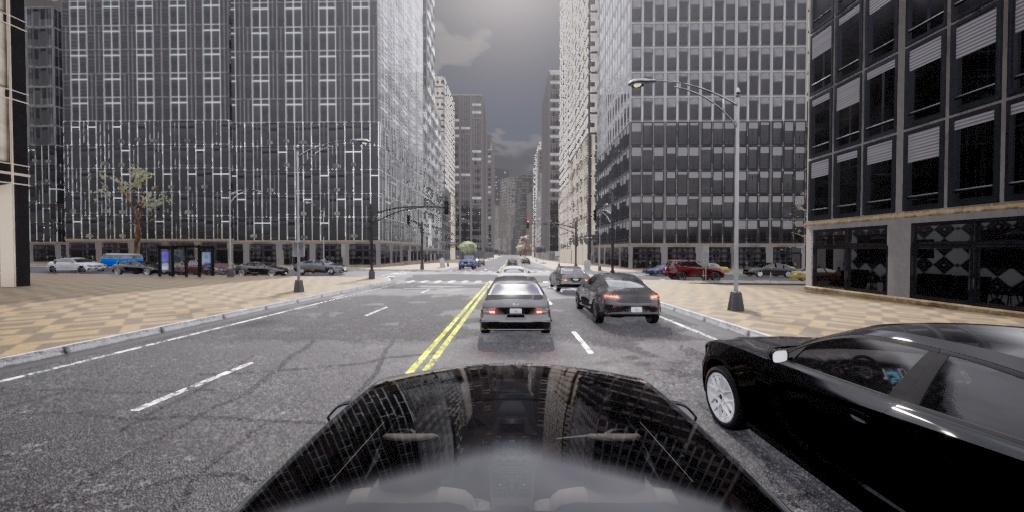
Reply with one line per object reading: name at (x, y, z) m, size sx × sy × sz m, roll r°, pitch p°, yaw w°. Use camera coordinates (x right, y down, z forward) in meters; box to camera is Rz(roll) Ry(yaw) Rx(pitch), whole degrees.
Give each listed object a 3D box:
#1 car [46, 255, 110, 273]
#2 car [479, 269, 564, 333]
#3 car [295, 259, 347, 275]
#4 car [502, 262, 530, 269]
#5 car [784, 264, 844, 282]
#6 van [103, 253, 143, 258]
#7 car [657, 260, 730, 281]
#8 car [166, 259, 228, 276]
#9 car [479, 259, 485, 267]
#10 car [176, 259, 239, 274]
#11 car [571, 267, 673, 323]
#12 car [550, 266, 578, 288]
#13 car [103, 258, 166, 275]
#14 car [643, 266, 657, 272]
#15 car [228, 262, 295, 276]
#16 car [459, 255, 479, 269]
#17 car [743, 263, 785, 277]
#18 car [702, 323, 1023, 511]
car at (-43.457, 0.899, 35.794) m, size 4.674 × 1.442 × 1.812 m, roll 1°, pitch 1°, yaw 0°
car at (0.096, 1.293, 10.652) m, size 2.033 × 1.411 × 5.357 m, roll 0°, pitch 0°, yaw 0°
car at (-18.821, 1.089, 35.290) m, size 4.902 × 1.511 × 2.128 m, roll 1°, pitch 1°, yaw 1°
car at (0.089, 1.265, 20.243) m, size 1.812 × 1.442 × 4.674 m, roll 0°, pitch 0°, yaw 0°
car at (27.623, 1.577, 31.970) m, size 4.829 × 1.417 × 1.751 m, roll 0°, pitch 0°, yaw 1°
van at (-45.313, 0.603, 41.613) m, size 3.998 × 1.789 × 1.690 m, roll 0°, pitch 0°, yaw 1°
car at (16.174, 1.267, 32.159) m, size 5.009 × 1.841 × 2.192 m, roll 0°, pitch 0°, yaw 1°
car at (-28.435, 1.136, 32.791) m, size 4.207 × 1.307 × 1.802 m, roll 0°, pitch 0°, yaw 1°
car at (-6.604, 1.190, 63.801) m, size 2.128 × 1.511 × 4.902 m, roll 0°, pitch 0°, yaw 0°
car at (-30.074, 1.021, 35.513) m, size 4.674 × 1.442 × 1.812 m, roll 1°, pitch 1°, yaw 1°
car at (3.345, 1.271, 11.922) m, size 1.812 × 1.442 × 4.674 m, roll 0°, pitch 0°, yaw 0°
car at (3.340, 1.286, 21.333) m, size 2.033 × 1.411 × 5.357 m, roll 0°, pitch 0°, yaw 0°
car at (-34.116, 1.067, 32.960) m, size 4.313 × 1.339 × 1.948 m, roll 0°, pitch 0°, yaw 1°
car at (16.701, 1.410, 37.929) m, size 5.357 × 1.411 × 2.033 m, roll 0°, pitch 1°, yaw 1°
car at (-22.751, 1.172, 32.661) m, size 4.313 × 1.339 × 1.948 m, roll 0°, pitch 0°, yaw 1°
car at (-6.631, 0.932, 53.883) m, size 2.150 × 2.045 × 5.566 m, roll 0°, pitch 0°, yaw 0°
car at (27.017, 1.458, 37.757) m, size 4.892 × 1.490 × 1.837 m, roll 1°, pitch 1°, yaw 1°
car at (3.344, 1.227, 2.575) m, size 1.882 × 1.535 × 5.008 m, roll 0°, pitch 0°, yaw 0°
